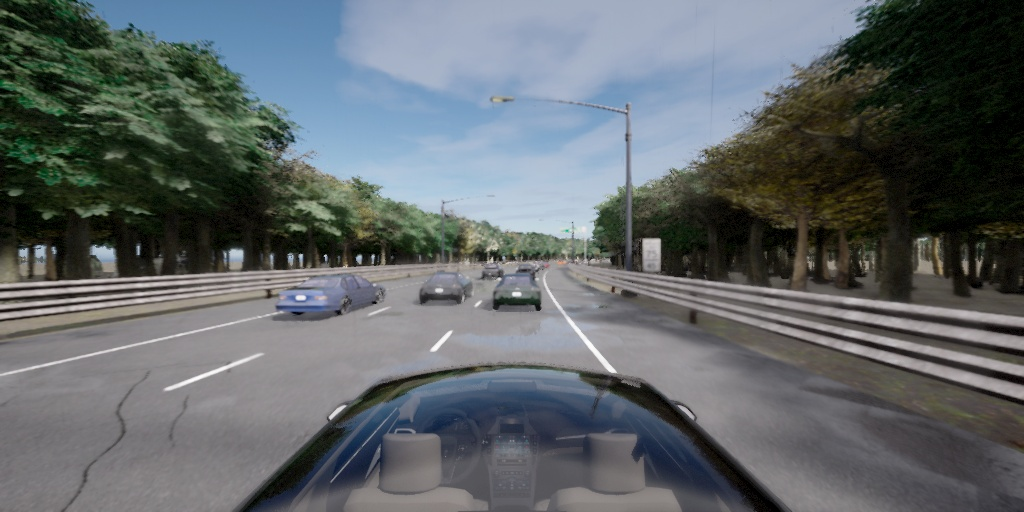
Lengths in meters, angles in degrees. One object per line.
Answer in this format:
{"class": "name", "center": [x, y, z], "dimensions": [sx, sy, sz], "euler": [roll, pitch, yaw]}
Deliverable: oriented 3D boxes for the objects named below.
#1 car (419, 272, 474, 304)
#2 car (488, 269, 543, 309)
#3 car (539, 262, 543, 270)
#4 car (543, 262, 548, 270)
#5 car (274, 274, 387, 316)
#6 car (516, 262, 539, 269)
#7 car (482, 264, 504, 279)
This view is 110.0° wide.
{"class": "car", "center": [-3.054, 1.455, 17.403], "dimensions": [1.994, 1.385, 4.181], "euler": [0, 0, 2]}
{"class": "car", "center": [0.261, 1.440, 15.675], "dimensions": [1.994, 1.385, 4.181], "euler": [0, -1, 2]}
{"class": "car", "center": [3.036, 1.793, 50.912], "dimensions": [1.895, 1.301, 4.718], "euler": [0, -1, 7]}
{"class": "car", "center": [4.698, 1.784, 62.784], "dimensions": [2.128, 1.511, 4.902], "euler": [0, 0, 9]}
{"class": "car", "center": [-6.701, 1.406, 13.993], "dimensions": [2.033, 1.411, 5.357], "euler": [0, -1, 2]}
{"class": "car", "center": [1.387, 1.554, 34.854], "dimensions": [1.837, 1.490, 4.892], "euler": [0, -1, 5]}
{"class": "car", "center": [-1.870, 1.553, 36.416], "dimensions": [2.128, 1.511, 4.902], "euler": [0, 0, 5]}
